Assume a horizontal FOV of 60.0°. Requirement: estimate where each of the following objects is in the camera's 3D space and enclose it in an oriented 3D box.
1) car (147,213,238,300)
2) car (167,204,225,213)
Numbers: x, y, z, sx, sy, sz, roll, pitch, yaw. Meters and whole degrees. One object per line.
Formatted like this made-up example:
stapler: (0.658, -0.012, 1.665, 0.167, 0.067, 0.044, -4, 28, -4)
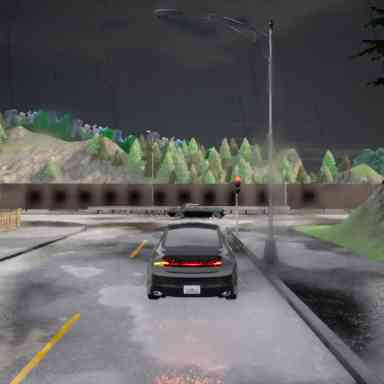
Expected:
car: (0.021, 1.505, 8.391, 1.837, 1.490, 4.892, 0, 0, 1)
car: (0.359, 1.600, 27.102, 4.718, 1.301, 1.895, 0, 0, 0)
